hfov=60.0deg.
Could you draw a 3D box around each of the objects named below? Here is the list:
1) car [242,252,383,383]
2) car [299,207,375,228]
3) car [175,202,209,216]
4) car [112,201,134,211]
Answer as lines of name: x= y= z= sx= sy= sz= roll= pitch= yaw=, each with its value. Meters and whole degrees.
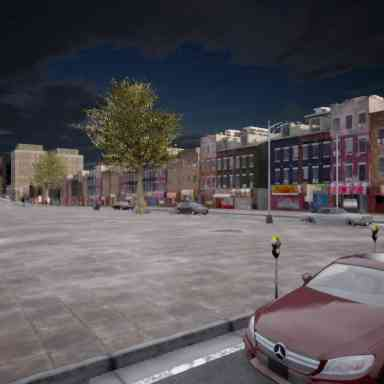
car: x=2.595 y=1.582 z=4.653 sx=4.206 sy=1.307 sz=1.802 roll=0 pitch=0 yaw=-35
car: x=9.890 y=1.730 z=22.972 sx=1.895 sy=1.301 sz=4.718 roll=0 pitch=-1 yaw=-36
car: x=-0.081 y=1.865 z=36.896 sx=1.837 sy=1.490 sz=4.892 roll=0 pitch=-1 yaw=-36
car: x=-10.868 y=2.224 z=52.115 sx=1.882 sy=1.535 sz=5.008 roll=0 pitch=-1 yaw=-36
